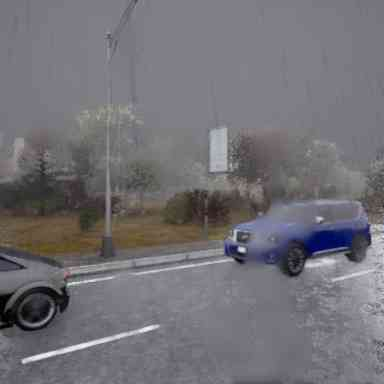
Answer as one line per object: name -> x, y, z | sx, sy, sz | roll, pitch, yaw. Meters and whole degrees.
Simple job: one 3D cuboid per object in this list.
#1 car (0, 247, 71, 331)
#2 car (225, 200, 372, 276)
car -> -4.186, 1.561, 5.309 | 4.181, 1.385, 1.994 | 1, 0, -36
car -> 3.661, 1.283, 10.893 | 5.566, 2.045, 2.150 | 1, 0, -35
